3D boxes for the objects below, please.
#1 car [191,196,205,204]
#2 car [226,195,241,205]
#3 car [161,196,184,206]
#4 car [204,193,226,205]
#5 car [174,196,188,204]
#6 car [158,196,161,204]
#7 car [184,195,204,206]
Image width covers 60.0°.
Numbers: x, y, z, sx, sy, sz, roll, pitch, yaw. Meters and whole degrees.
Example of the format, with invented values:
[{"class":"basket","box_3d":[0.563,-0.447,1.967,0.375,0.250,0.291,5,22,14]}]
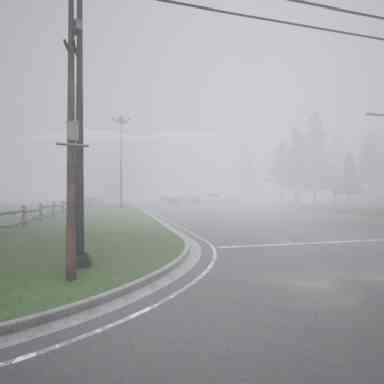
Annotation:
[{"class":"car","box_3d":[1.171,1.563,67.393,1.994,1.385,4.181,0,0,-13]},{"class":"car","box_3d":[6.901,1.351,58.145,2.097,1.767,4.553,0,0,-13]},{"class":"car","box_3d":[-3.309,1.491,55.693,2.128,1.511,4.902,0,0,-13]},{"class":"car","box_3d":[3.545,1.220,57.122,2.150,2.045,5.566,0,0,-13]},{"class":"car","box_3d":[-2.240,1.504,66.605,1.837,1.490,4.892,0,0,-13]},{"class":"car","box_3d":[-5.650,1.477,65.818,1.882,1.535,5.008,0,0,-13]},{"class":"car","box_3d":[0.063,1.351,56.647,2.097,1.767,4.553,0,0,-13]}]
